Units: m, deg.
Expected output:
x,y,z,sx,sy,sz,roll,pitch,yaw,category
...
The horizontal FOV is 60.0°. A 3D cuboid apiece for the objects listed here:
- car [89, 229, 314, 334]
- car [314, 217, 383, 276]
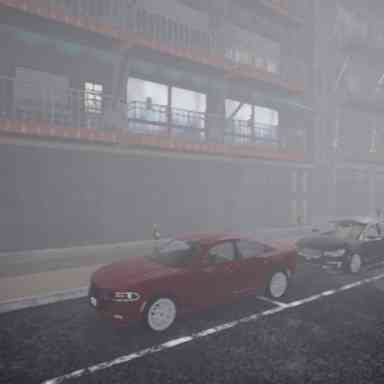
x,y,z,sx,sy,sz,roll,pitch,yaw,category
0.234,1.514,6.721,4.507,1.381,1.887,-1,1,-36,car
4.843,1.473,10.025,4.403,1.369,2.008,-1,1,-36,car
